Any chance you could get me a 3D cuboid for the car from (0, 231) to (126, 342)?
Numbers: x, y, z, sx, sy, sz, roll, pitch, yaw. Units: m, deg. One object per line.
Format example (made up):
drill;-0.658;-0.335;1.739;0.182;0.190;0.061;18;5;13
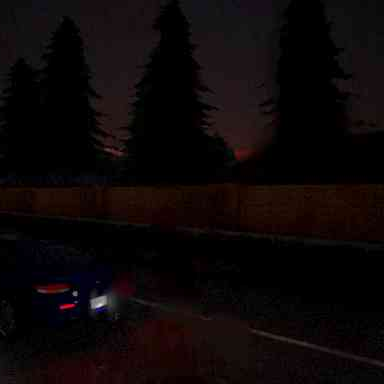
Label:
car;-3.263;1.499;6.410;4.674;1.442;1.812;0;0;36
